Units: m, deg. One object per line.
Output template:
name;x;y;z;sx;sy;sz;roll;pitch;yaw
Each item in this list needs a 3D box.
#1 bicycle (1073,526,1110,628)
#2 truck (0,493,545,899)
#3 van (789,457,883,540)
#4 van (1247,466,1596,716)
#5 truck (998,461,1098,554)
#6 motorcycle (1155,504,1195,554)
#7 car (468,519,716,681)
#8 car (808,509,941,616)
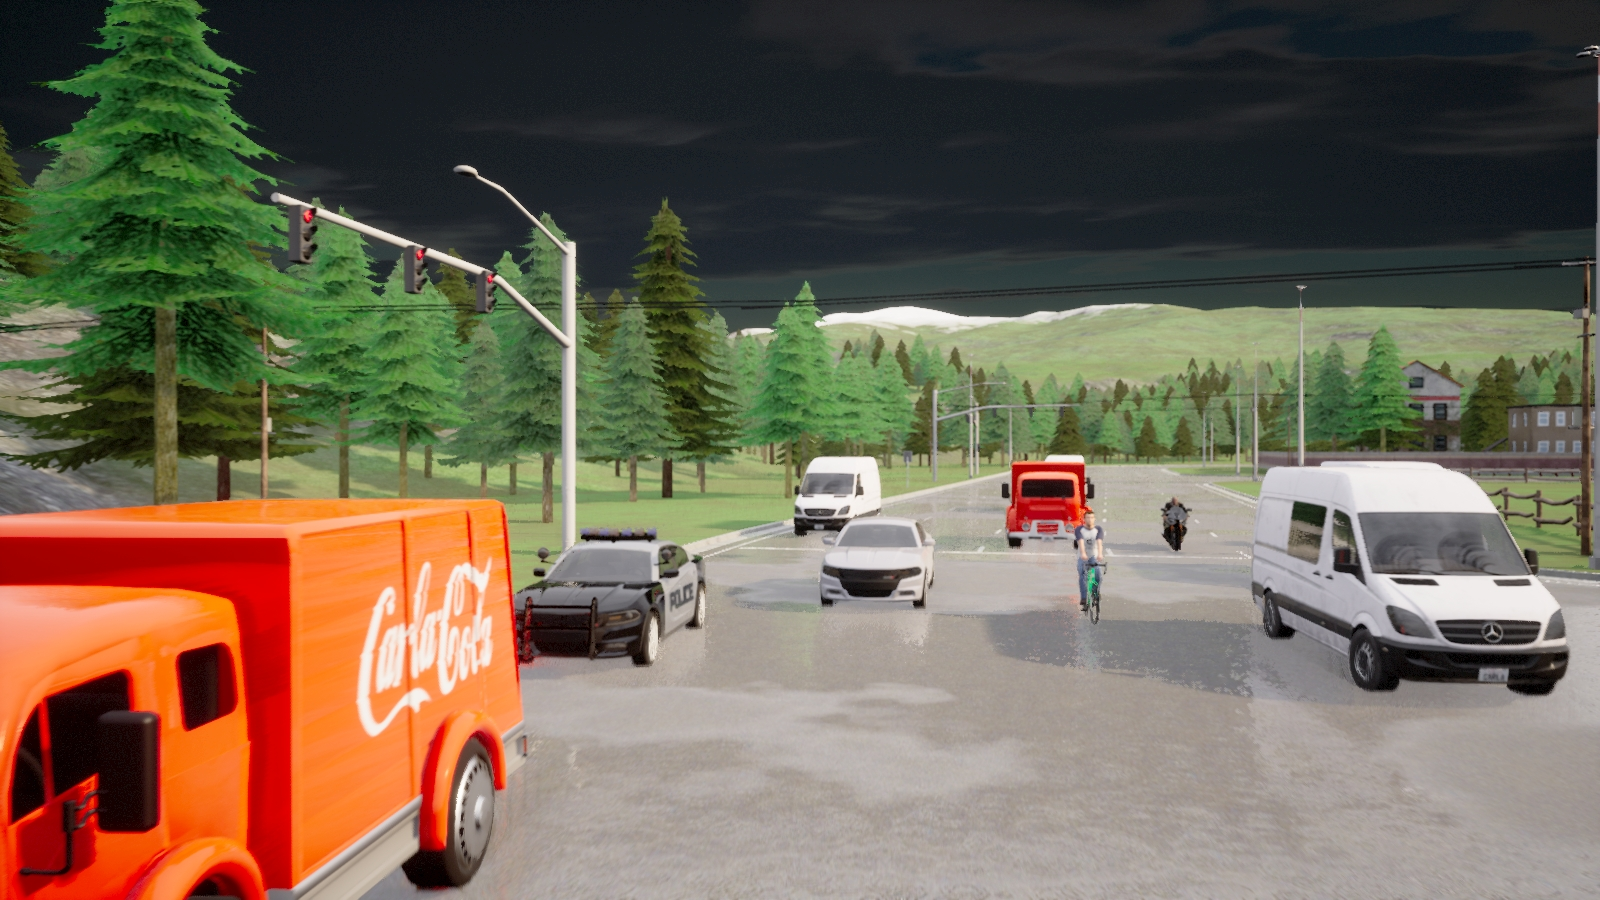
bicycle;4.795;2.057;18.831;0.373;1.496;1.643;0;0;7
truck;-3.397;1.568;6.241;2.627;2.467;5.204;0;0;3
van;1.330;1.535;38.706;1.988;2.561;5.915;0;0;14
van;7.774;1.535;15.153;1.988;2.561;5.915;0;0;6
truck;7.286;1.570;33.532;2.627;2.467;5.204;0;0;13
motorcycle;10.615;2.206;32.385;0.867;1.251;2.209;0;0;13
car;-2.742;1.982;16.567;2.097;1.638;5.238;0;0;7
car;1.566;2.035;21.868;2.097;1.535;5.006;0;0;9
